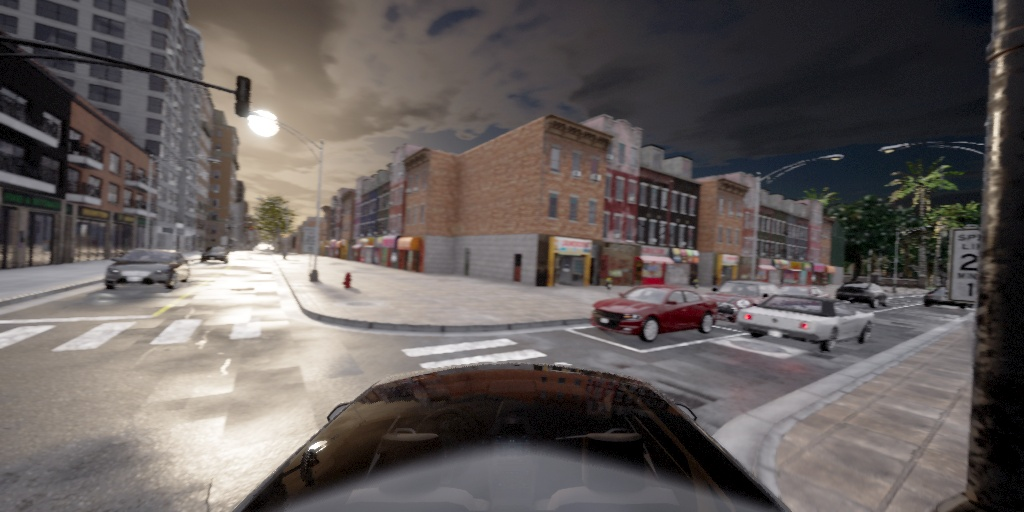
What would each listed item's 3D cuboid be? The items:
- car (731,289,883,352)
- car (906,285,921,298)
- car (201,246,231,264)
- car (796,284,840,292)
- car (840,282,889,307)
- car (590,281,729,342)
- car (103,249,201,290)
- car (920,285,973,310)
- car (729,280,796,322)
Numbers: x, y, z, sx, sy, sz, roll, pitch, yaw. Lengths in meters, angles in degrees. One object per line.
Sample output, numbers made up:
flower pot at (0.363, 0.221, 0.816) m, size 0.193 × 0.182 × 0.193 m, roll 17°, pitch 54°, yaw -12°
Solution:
car at (8.719, 1.826, 10.484) m, size 4.718 × 1.301 × 1.895 m, roll 3°, pitch 0°, yaw -32°
car at (40.195, 3.537, 35.229) m, size 4.207 × 1.307 × 1.802 m, roll 0°, pitch 0°, yaw -34°
car at (-27.016, -0.127, 32.734) m, size 1.837 × 1.490 × 4.892 m, roll 3°, pitch 0°, yaw -34°
car at (13.201, 2.011, 16.689) m, size 4.507 × 1.381 × 1.888 m, roll 0°, pitch 0°, yaw -34°
car at (22.907, 2.499, 23.462) m, size 4.892 × 1.490 × 1.837 m, roll 3°, pitch 0°, yaw -34°
car at (4.203, 1.520, 10.506) m, size 4.507 × 1.381 × 1.888 m, roll 0°, pitch 0°, yaw -34°
car at (-14.580, 0.468, 14.591) m, size 2.128 × 1.511 × 4.902 m, roll 3°, pitch 0°, yaw -34°
car at (32.193, 3.072, 26.449) m, size 4.181 × 1.385 × 1.994 m, roll 3°, pitch 0°, yaw -33°
car at (8.701, 1.660, 13.598) m, size 4.097 × 1.591 × 1.967 m, roll 0°, pitch 0°, yaw -34°
